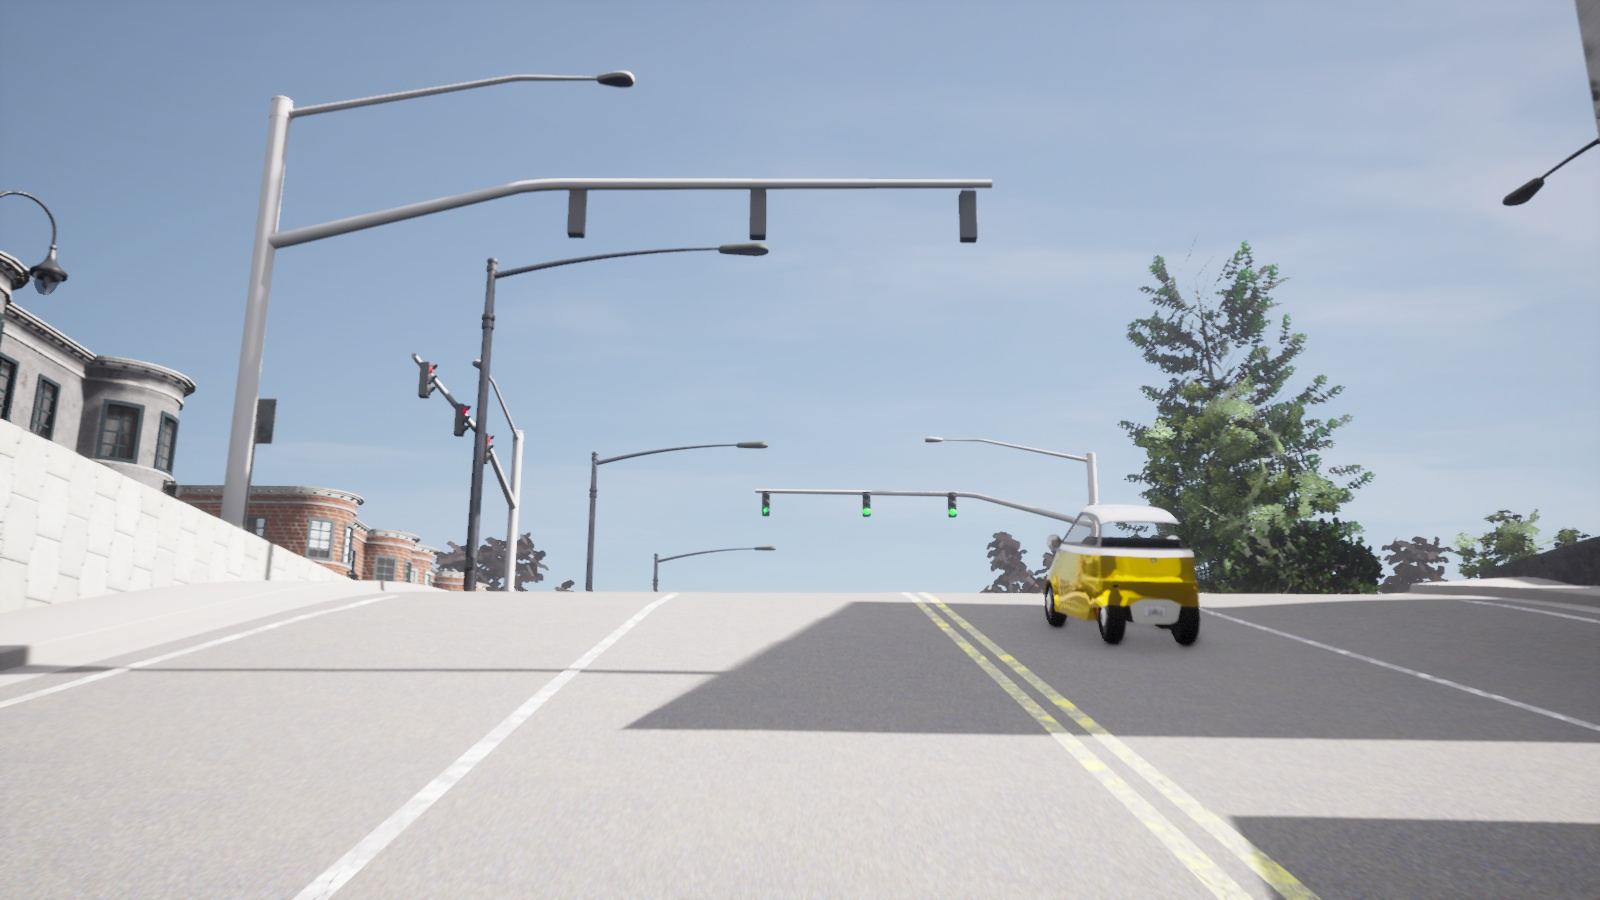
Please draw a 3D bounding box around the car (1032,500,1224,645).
[{"bbox_3d":[3.471,1.259,13.605,1.481,1.376,2.207,1,-1,0],"label":"car"}]
